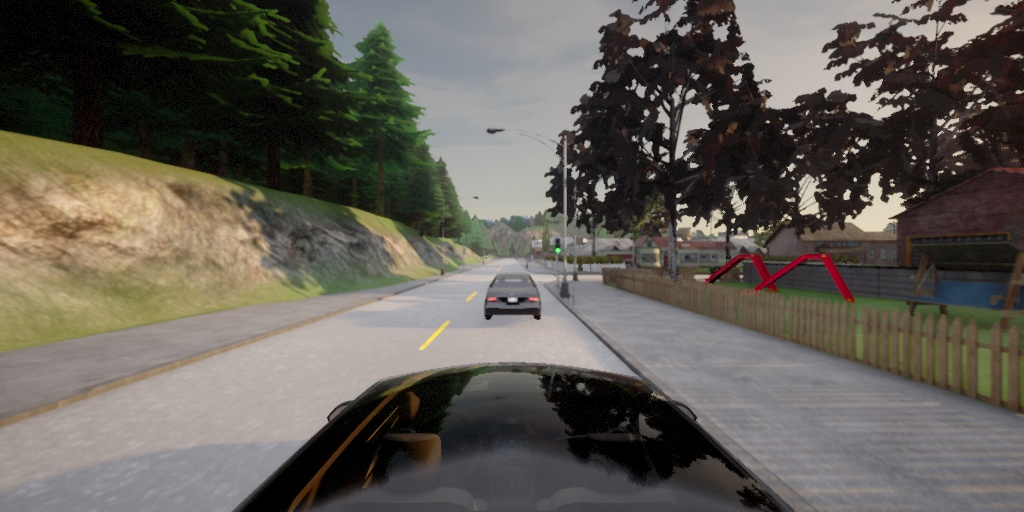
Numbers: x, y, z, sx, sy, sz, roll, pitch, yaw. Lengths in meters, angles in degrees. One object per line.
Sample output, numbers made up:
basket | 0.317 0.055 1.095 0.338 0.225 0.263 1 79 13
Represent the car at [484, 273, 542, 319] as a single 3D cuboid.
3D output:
car | 0.041 1.300 12.770 2.033 1.411 5.357 0 0 0
